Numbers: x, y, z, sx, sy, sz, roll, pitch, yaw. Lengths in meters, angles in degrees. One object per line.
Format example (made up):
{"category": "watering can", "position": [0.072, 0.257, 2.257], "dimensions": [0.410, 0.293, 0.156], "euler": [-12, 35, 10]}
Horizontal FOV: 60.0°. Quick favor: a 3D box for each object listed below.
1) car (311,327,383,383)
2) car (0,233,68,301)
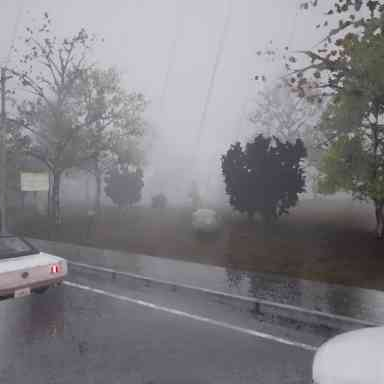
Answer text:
{"category": "car", "position": [3.078, 1.526, 1.812], "dimensions": [4.674, 1.442, 1.812], "euler": [0, 0, 35]}
{"category": "car", "position": [-4.991, 1.601, 7.547], "dimensions": [4.718, 1.301, 1.895], "euler": [0, 0, 35]}
